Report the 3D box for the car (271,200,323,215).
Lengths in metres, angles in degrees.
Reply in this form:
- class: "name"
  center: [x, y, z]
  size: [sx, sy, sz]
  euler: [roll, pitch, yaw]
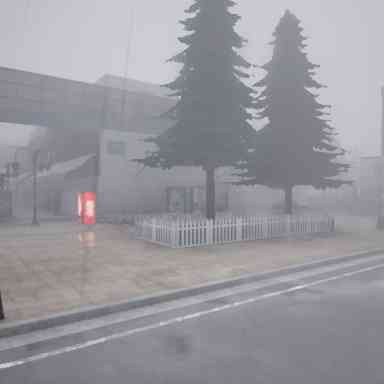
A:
- class: "car"
  center: [9.610, 1.462, 30.698]
  size: [1.882, 1.535, 5.008]
  euler: [0, 0, -34]
